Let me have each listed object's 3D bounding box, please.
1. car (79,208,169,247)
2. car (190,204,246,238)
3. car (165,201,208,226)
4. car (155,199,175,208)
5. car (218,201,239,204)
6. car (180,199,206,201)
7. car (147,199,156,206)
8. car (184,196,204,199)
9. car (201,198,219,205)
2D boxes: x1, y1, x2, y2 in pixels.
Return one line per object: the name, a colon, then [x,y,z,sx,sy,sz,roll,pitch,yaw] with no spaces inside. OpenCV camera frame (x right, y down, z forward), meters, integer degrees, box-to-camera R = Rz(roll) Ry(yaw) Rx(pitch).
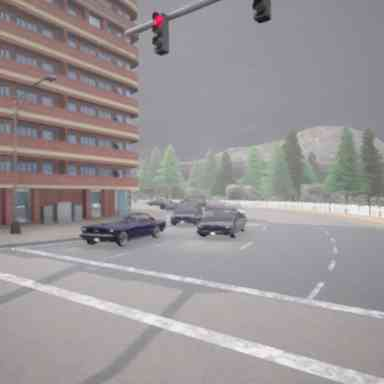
car: [-3.111,1.680,15.829,1.895,1.301,4.718,0,0,23]
car: [1.779,1.620,18.500,2.033,1.411,5.357,0,0,17]
car: [-0.290,1.673,25.057,2.033,1.411,5.357,0,0,8]
car: [-3.012,1.833,44.792,1.994,1.385,4.181,0,0,-24]
car: [3.430,1.653,27.940,1.812,1.442,4.674,0,0,3]
car: [-0.180,1.739,35.130,2.033,1.411,5.357,0,0,-7]
car: [-5.971,1.938,61.129,5.357,1.411,2.033,-1,-1,42]
car: [0.515,1.810,52.955,1.837,1.490,4.892,0,0,-32]
car: [2.696,1.723,38.133,1.812,1.442,4.674,0,0,-13]
